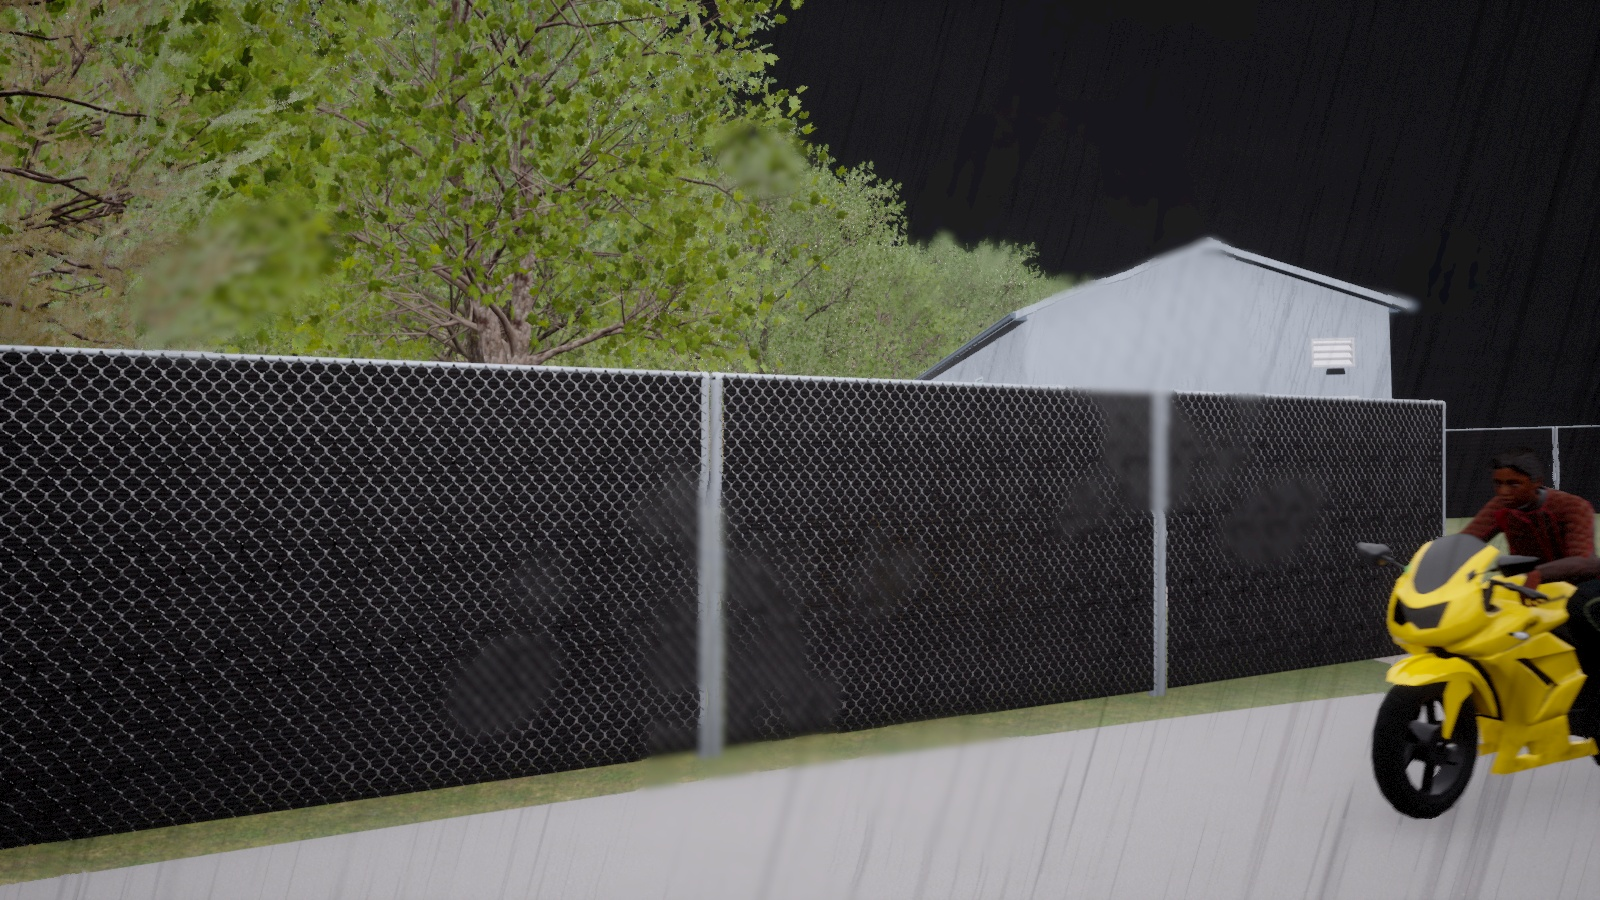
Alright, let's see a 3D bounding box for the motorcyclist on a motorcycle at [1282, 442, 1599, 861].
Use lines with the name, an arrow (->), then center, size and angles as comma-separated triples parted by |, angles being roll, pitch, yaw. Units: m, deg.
motorcyclist on a motorcycle -> 3.112, 0.728, 5.377 | 2.044, 1.523, 0.797 | 0, 0, -27
